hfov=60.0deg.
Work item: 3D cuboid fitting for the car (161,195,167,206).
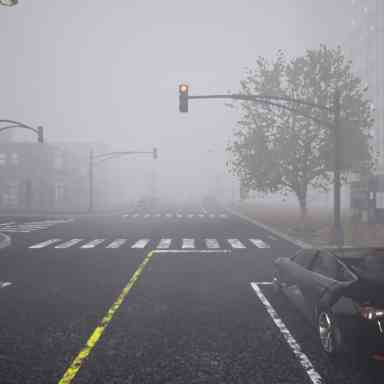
[{"bbox_3d":[-5.736,1.555,54.899,2.008,1.369,4.403,0,0,0],"label":"car"}]

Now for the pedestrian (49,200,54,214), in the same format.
[{"bbox_3d":[-12.776,1.319,30.243,0.375,1.300,0.375,0,-1,-1],"label":"pedestrian"}]

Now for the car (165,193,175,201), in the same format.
[{"bbox_3d":[-5.766,1.324,88.205,2.192,1.841,5.009,0,0,0],"label":"car"}]

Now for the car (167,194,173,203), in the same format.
[{"bbox_3d":[-5.751,1.532,71.382,1.752,1.417,4.829,0,0,0],"label":"car"}]

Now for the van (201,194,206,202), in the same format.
[{"bbox_3d":[2.650,1.345,49.359,1.690,1.788,3.998,0,0,0],"label":"van"}]

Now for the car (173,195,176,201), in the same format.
[{"bbox_3d":[-5.761,1.559,82.654,2.008,1.369,4.403,0,0,0],"label":"car"}]

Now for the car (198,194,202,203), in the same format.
[{"bbox_3d":[2.639,1.556,60.460,2.008,1.369,4.403,0,0,0],"label":"car"}]

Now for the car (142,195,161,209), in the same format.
[{"bbox_3d":[-5.725,1.318,43.797,2.192,1.841,5.009,0,0,0],"label":"car"}]

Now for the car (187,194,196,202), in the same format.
[{"bbox_3d":[-0.070,1.363,79.465,2.097,1.767,4.553,0,0,0],"label":"car"}]

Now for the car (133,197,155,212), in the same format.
[{"bbox_3d":[-5.721,1.585,38.246,1.802,1.307,4.206,0,0,0],"label":"car"}]

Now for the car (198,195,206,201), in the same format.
[{"bbox_3d":[2.614,1.535,88.385,1.752,1.417,4.829,0,0,0],"label":"car"}]

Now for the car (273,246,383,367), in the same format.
[{"bbox_3d":[2.689,1.566,5.778,1.947,1.339,4.313,0,0,0],"label":"car"}]

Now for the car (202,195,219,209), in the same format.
[{"bbox_3d":[2.654,1.529,43.977,1.752,1.417,4.829,0,0,0],"label":"car"}]

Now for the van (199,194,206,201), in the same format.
[{"bbox_3d":[2.621,1.349,82.664,1.690,1.788,3.998,0,0,0],"label":"van"}]

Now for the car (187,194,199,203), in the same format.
[{"bbox_3d":[0.030,1.570,69.546,1.994,1.385,4.181,0,0,1],"label":"car"}]
